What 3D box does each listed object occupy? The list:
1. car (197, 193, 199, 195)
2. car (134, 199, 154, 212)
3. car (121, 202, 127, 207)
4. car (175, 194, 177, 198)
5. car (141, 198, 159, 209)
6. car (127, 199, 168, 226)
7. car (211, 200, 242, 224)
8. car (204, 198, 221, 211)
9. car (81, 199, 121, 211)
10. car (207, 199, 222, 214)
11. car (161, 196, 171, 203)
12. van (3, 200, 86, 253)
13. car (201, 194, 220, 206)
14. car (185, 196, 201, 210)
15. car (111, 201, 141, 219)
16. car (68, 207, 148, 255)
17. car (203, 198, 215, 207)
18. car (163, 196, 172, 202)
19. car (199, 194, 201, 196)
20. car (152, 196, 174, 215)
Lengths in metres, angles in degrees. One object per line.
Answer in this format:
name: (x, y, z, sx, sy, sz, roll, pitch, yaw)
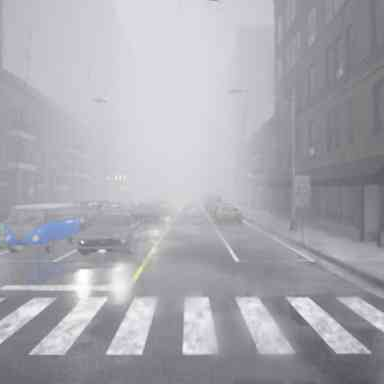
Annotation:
car: (2.655, 1.578, 80.499, 1.967, 1.590, 4.097, 0, 0, 0)
car: (-5.865, 1.590, 41.149, 1.752, 1.417, 4.829, 0, 0, 0)
car: (-5.862, 1.479, 24.532, 1.967, 1.590, 4.097, 0, 0, 0)
car: (-5.873, 1.705, 91.681, 2.008, 1.369, 4.403, 0, 0, 0)
car: (-5.865, 1.625, 46.915, 2.008, 1.369, 4.403, 0, 0, 0)
car: (-3.103, 1.518, 23.979, 1.882, 1.535, 5.008, 0, 0, 0)
car: (2.664, 1.570, 24.726, 1.752, 1.417, 4.829, 0, 0, 0)
car: (2.662, 1.628, 35.745, 1.947, 1.339, 4.313, 0, 0, 0)
car: (-5.861, 1.345, 18.936, 2.192, 1.841, 5.009, 0, 0, 0)
car: (2.663, 1.604, 30.151, 2.008, 1.369, 4.403, 0, 0, 0)
car: (-5.870, 1.666, 74.893, 1.887, 1.381, 4.507, 0, 0, 0)
van: (-5.860, 1.362, 13.340, 1.690, 1.788, 3.998, 0, 0, 0)
car: (2.661, 1.386, 41.340, 2.192, 1.841, 5.009, 0, 0, 0)
car: (0.047, 1.600, 44.372, 1.812, 1.442, 4.674, 0, 0, 0)
car: (-5.863, 1.593, 30.127, 1.887, 1.381, 4.507, 0, 0, 0)
car: (-3.126, 1.571, 13.651, 2.033, 1.411, 5.357, 0, 0, -4)
car: (2.660, 1.670, 52.528, 1.802, 1.307, 4.206, 0, 0, 0)
car: (-5.871, 1.677, 80.489, 1.887, 1.381, 4.507, 0, 0, 0)
car: (2.990, 1.332, 64.351, 2.150, 2.045, 5.566, 0, 0, 0)
car: (-3.090, 1.534, 34.424, 1.882, 1.535, 5.008, 0, 0, 0)
